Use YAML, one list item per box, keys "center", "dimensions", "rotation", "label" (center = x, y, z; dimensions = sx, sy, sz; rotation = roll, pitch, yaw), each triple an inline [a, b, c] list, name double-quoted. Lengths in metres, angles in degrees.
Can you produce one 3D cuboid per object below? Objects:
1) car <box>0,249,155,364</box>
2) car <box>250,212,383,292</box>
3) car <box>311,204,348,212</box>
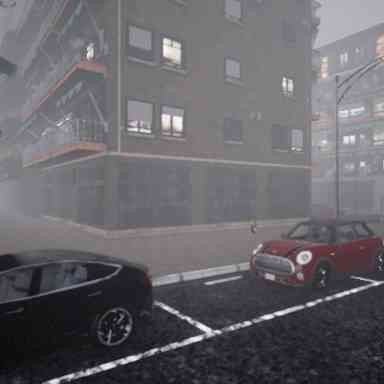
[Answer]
- center: [-2.603, 1.570, 4.710]
  dimensions: [4.313, 1.339, 1.947]
  rotation: [1, -1, -35]
  label: "car"
- center: [3.488, 1.516, 9.107]
  dimensions: [4.097, 1.590, 1.967]
  rotation: [1, -1, -35]
  label: "car"
- center: [11.965, 1.736, 29.886]
  dimensions: [1.802, 1.307, 4.206]
  rotation: [1, 0, -35]
  label: "car"
